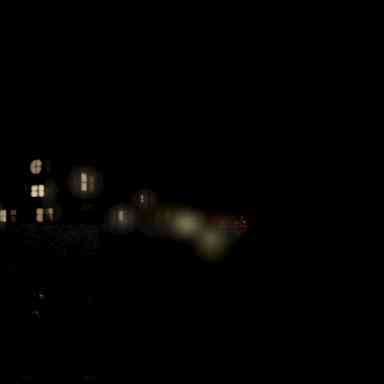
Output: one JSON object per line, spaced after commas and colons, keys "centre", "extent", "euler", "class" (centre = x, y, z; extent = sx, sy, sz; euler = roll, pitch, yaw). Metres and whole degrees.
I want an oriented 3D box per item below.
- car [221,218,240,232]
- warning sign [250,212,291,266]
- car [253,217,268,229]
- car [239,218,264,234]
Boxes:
{"centre": [4.888, 3.897, 40.286], "extent": [2.097, 1.767, 4.553], "euler": [-3, -4, 15], "class": "car"}
{"centre": [2.924, 1.726, 12.394], "extent": [1.300, 1.860, 1.060], "euler": [-3, -5, 15], "class": "warning sign"}
{"centre": [10.061, 4.522, 48.818], "extent": [1.837, 1.490, 4.892], "euler": [-3, -4, 15], "class": "car"}
{"centre": [6.829, 3.781, 36.580], "extent": [2.033, 1.411, 5.357], "euler": [-3, -4, 15], "class": "car"}
